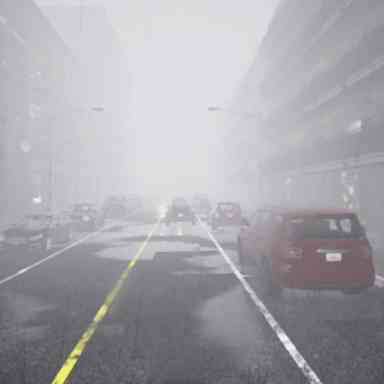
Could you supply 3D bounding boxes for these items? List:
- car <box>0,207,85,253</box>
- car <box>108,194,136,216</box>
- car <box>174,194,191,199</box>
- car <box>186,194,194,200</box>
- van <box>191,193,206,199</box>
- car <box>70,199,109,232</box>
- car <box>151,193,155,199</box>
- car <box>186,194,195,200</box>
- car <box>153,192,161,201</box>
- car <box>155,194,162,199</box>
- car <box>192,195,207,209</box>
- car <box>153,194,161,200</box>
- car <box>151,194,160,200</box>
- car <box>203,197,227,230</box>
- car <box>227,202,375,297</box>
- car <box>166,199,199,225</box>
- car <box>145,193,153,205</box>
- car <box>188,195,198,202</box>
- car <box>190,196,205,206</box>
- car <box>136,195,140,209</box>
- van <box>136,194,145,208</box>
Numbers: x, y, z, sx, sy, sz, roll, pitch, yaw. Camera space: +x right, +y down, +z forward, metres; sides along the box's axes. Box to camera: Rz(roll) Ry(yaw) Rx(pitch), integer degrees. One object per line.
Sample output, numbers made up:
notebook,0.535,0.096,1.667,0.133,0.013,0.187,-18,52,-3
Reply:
car,-6.175,1.546,13.661,2.008,1.369,4.403,0,0,-2
car,-6.878,1.218,30.715,2.192,1.841,5.009,0,0,-2
car,-1.504,1.254,40.685,1.882,1.535,5.008,-1,0,-2
car,-0.606,1.168,82.225,1.802,1.307,4.206,-1,0,-2
van,1.027,1.075,42.425,1.690,1.788,3.998,-1,0,-2
car,-6.410,1.404,19.346,1.967,1.590,4.097,0,0,-2
car,-8.044,1.361,59.143,1.802,1.307,4.206,-1,0,-2
car,-0.372,1.186,76.540,1.802,1.307,4.206,-1,0,-2
car,-8.747,1.034,76.197,2.192,1.841,5.009,-1,0,-2
car,-9.446,1.252,93.254,1.802,1.307,4.206,-1,0,-2
car,1.263,1.342,36.743,1.802,1.307,4.206,-1,0,-2
car,-9.212,1.250,87.570,1.947,1.339,4.313,-1,0,-2
car,-8.972,1.226,81.714,1.752,1.417,4.829,-1,0,-2
car,1.963,1.289,19.686,1.967,1.590,4.097,0,0,-2
car,2.429,1.228,8.315,2.192,1.841,5.009,0,0,-2
car,-0.791,1.430,23.196,1.994,1.385,4.181,-1,0,-2
car,-7.804,1.327,53.286,1.752,1.417,4.829,-1,0,-2
car,0.095,1.226,65.169,1.802,1.307,4.206,-1,0,-2
car,0.795,1.254,48.113,1.887,1.381,4.507,-1,0,-2
car,-7.103,1.401,36.233,1.752,1.417,4.829,0,0,-2
van,-7.344,1.190,42.084,1.690,1.788,3.998,0,0,-2
